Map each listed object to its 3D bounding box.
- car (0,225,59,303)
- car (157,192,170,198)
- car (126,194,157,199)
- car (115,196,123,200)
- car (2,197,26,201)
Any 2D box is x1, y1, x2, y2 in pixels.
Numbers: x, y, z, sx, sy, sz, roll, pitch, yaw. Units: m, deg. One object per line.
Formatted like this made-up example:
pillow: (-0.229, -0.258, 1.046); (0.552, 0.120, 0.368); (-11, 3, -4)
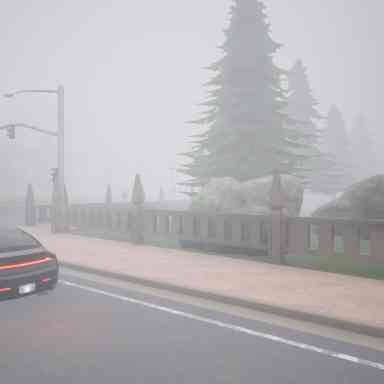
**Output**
car: (-4.960, 1.505, 7.473); (4.892, 1.490, 1.837); (0, 0, 36)
car: (-6.113, 0.823, 66.868); (2.128, 1.511, 4.902); (0, 4, 36)
car: (-8.761, 1.362, 57.211); (1.812, 1.442, 4.674); (0, 2, 36)
car: (-12.617, 1.213, 63.829); (1.837, 1.490, 4.892); (0, 2, 36)
car: (-20.406, 1.563, 40.922); (1.994, 1.385, 4.181); (0, 0, 36)
